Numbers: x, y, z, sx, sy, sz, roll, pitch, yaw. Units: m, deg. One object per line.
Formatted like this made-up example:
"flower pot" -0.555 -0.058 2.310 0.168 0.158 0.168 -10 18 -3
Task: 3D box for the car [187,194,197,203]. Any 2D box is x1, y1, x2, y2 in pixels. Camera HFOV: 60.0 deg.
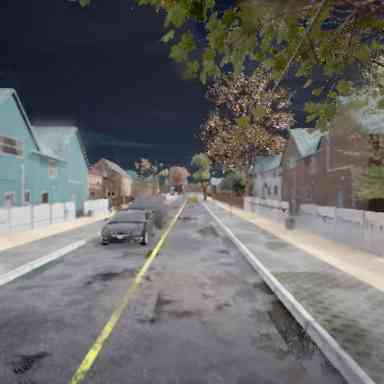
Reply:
"car" -0.001 1.353 66.962 1.882 1.535 5.008 0 0 0

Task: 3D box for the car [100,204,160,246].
"car" -2.752 1.497 15.144 1.837 1.490 4.892 0 0 0

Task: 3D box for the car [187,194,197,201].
"car" 0.001 1.213 77.249 2.128 1.511 4.902 0 0 0

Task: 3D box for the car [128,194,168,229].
"car" -2.751 1.187 21.434 2.150 2.045 5.566 0 0 0
